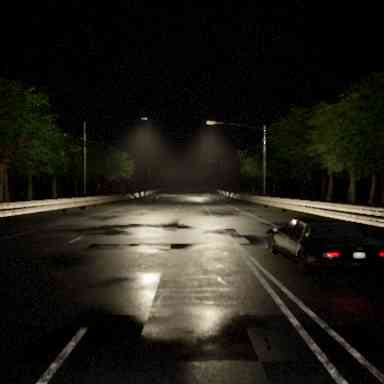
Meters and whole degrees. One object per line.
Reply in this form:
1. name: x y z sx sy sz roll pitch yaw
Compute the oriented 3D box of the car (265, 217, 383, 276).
1. car: 3.755 1.487 10.142 2.033 1.411 5.357 0 0 -2
